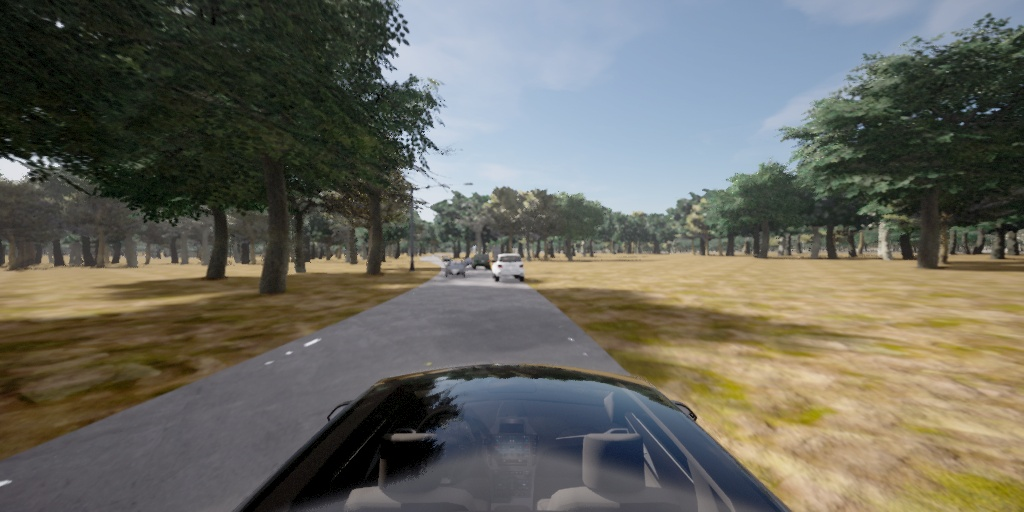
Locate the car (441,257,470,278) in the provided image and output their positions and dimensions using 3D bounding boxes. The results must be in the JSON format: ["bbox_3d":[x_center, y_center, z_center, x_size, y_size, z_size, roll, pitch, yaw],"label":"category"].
[{"bbox_3d":[-5.130,1.128,32.738,2.128,1.511,4.902,0,0,-7],"label":"car"}]

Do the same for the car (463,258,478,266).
[{"bbox_3d":[-7.283,0.991,62.414,1.994,1.385,4.181,0,1,-15],"label":"car"}]

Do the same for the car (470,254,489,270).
[{"bbox_3d":[-4.162,0.760,47.795,2.150,2.045,5.566,0,1,-11],"label":"car"}]

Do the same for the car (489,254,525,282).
[{"bbox_3d":[-0.353,0.868,28.006,2.150,2.045,5.566,0,0,-6],"label":"car"}]
